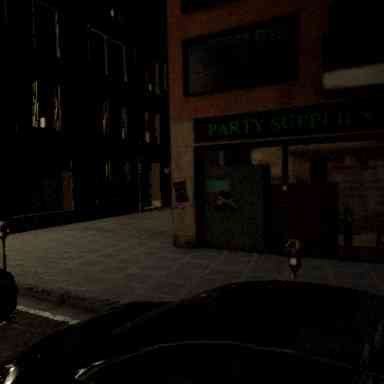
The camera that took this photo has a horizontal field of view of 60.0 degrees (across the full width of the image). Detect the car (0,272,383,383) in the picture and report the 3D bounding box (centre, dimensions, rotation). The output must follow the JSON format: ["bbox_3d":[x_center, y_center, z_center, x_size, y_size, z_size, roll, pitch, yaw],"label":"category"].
[{"bbox_3d":[0.417,1.420,2.487,4.313,1.339,1.947,0,3,28],"label":"car"}]

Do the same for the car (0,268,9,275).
[{"bbox_3d":[-4.603,1.411,5.119,4.403,1.369,2.008,0,3,28],"label":"car"}]
